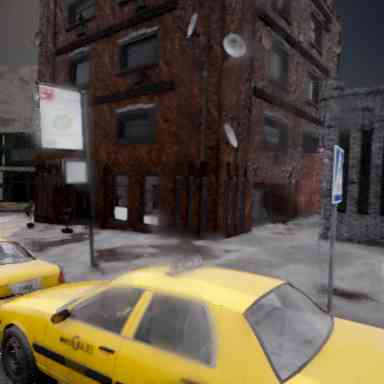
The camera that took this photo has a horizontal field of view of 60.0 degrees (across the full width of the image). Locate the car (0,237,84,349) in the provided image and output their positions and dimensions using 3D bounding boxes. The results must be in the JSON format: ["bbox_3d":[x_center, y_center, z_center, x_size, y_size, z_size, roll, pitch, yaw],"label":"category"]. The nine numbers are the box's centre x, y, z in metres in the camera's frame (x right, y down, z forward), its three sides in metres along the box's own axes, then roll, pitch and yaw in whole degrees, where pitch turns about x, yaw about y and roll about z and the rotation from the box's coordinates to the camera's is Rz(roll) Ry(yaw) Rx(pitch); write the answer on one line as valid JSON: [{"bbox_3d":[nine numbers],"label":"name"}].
[{"bbox_3d":[-4.801,1.564,6.939,5.366,1.575,1.946,-1,0,35],"label":"car"}]
